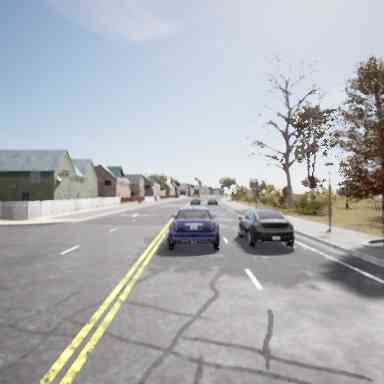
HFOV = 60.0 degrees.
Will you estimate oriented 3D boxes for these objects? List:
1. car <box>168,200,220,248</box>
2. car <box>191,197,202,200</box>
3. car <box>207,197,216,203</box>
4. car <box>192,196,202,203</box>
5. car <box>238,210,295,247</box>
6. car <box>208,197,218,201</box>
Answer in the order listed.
[{"bbox_3d":[0.082,1.429,15.216,2.097,1.767,4.553,0,0,0],"label":"car"},{"bbox_3d":[0.711,1.781,62.816,2.128,1.511,4.902,0,0,3],"label":"car"},{"bbox_3d":[4.398,1.776,73.885,1.895,1.301,4.718,0,0,3],"label":"car"},{"bbox_3d":[1.151,1.724,74.015,2.033,1.411,5.357,0,0,3],"label":"car"},{"bbox_3d":[3.334,1.584,15.542,1.837,1.490,4.892,0,0,0],"label":"car"},{"bbox_3d":[4.021,1.855,63.927,1.994,1.385,4.181,0,0,3],"label":"car"}]
